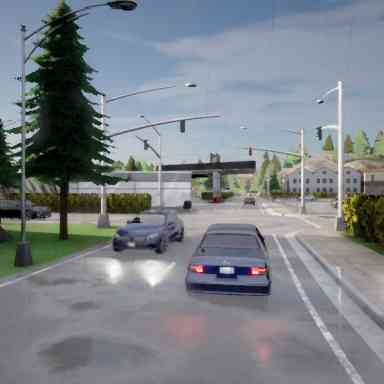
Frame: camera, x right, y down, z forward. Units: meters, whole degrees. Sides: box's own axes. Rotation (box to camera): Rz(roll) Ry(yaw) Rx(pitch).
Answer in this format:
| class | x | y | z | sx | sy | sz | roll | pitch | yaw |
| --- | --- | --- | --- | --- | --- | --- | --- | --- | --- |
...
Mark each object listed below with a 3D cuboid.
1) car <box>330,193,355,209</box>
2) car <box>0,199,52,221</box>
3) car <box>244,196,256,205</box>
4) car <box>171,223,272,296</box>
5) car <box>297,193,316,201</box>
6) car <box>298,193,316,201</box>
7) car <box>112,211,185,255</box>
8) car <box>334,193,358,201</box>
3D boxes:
| class | x | y | z | sx | sy | sz | roll | pitch | yaw |
| --- | --- | --- | --- | --- | --- | --- | --- | --- | --- |
| car | 20.231 | 1.330 | 42.329 | 5.027 | 1.636 | 2.152 | 0 | 0 | 10 |
| car | -13.749 | 1.351 | 26.851 | 4.553 | 1.767 | 2.097 | 0 | 0 | 10 |
| car | 10.259 | 1.491 | 59.128 | 2.128 | 1.511 | 4.902 | 0 | 0 | 10 |
| car | 1.085 | 1.547 | 8.845 | 2.033 | 1.411 | 5.357 | 0 | 0 | 10 |
| car | 26.159 | 1.361 | 76.070 | 3.806 | 1.475 | 1.970 | 0 | 0 | 10 |
| car | 27.340 | 1.077 | 79.237 | 3.866 | 1.878 | 1.905 | 0 | 0 | 10 |
| car | -1.549 | 1.525 | 13.650 | 1.812 | 1.442 | 4.674 | 0 | 0 | 13 |
| car | 34.514 | 1.097 | 74.628 | 4.605 | 1.855 | 1.932 | 0 | 0 | 10 |
